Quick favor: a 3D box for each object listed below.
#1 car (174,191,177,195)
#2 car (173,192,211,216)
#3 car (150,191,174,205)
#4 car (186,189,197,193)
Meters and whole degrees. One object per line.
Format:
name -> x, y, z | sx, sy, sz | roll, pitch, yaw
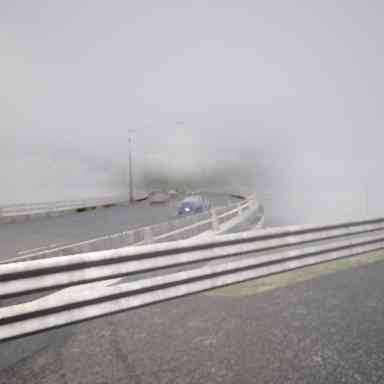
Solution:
car -> -3.658, 0.478, 61.397 | 1.812, 1.442, 4.674 | -2, 1, -4
car -> 0.240, 1.034, 26.206 | 1.812, 1.442, 4.674 | -1, 1, 15
car -> -3.977, 0.875, 42.513 | 1.994, 1.385, 4.181 | -1, 1, 7
car -> 0.059, 0.318, 55.571 | 2.097, 1.767, 4.553 | -1, 1, -1
